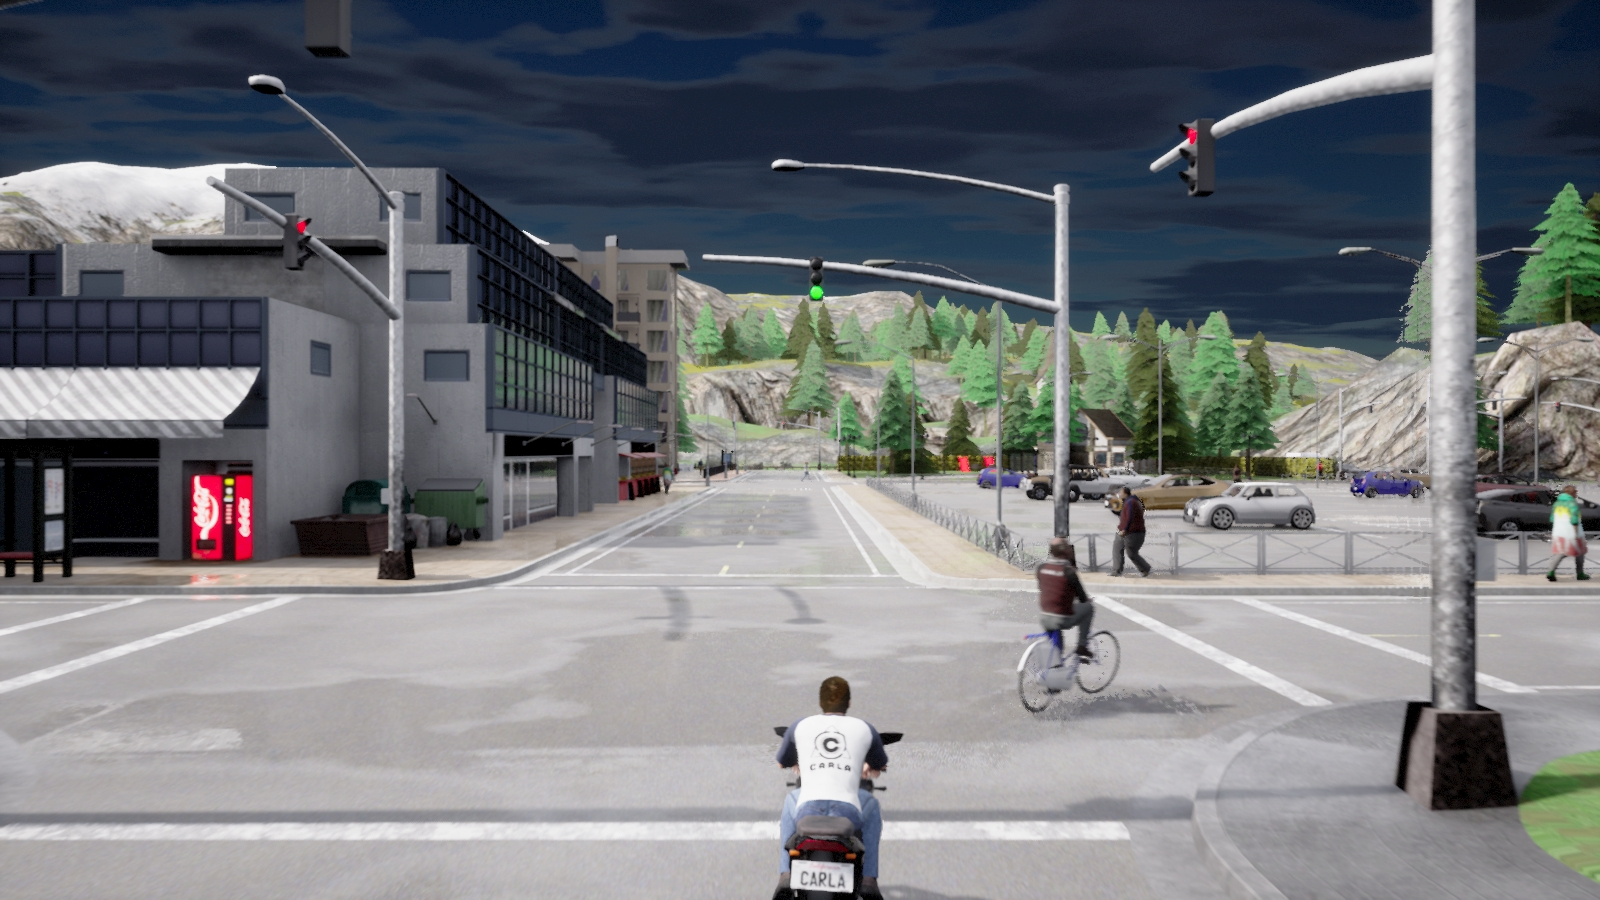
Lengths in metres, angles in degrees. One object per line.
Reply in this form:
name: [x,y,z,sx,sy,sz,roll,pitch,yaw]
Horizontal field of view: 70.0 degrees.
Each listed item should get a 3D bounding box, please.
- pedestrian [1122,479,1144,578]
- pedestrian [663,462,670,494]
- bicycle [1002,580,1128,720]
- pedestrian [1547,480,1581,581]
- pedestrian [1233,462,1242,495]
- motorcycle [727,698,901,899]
pedestrian: [6.380,1.498,21.921,0.375,1.860,0.375,0,0,11]
pedestrian: [-7.856,1.669,67.452,0.375,1.860,0.375,0,0,-2]
bicycle: [2.800,2.047,11.954,0.329,1.171,1.835,4,3,45]
pedestrian: [14.341,1.499,21.450,0.375,1.860,0.375,0,0,-11]
pedestrian: [25.218,1.646,65.853,0.375,1.860,0.375,0,0,-7]
motorcycle: [0.136,2.193,6.369,0.803,1.145,2.033,2,0,5]
